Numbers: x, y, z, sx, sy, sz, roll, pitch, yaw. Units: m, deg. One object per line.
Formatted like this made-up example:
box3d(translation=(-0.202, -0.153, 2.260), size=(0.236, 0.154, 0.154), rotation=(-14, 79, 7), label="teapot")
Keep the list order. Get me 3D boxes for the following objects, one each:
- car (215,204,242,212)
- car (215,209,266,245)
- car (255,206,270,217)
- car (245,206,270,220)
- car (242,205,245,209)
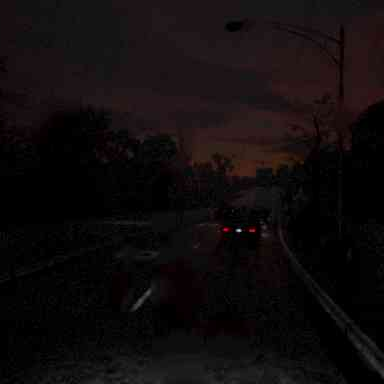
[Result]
box3d(translation=(3.862, 2.094, 36.216), size=(2.097, 1.767, 4.553), rotation=(1, -1, 14), label="car")
box3d(translation=(2.598, 1.818, 17.119), size=(2.033, 1.411, 5.357), rotation=(1, -1, 12), label="car")
box3d(translation=(10.118, 2.718, 47.416), size=(1.895, 1.301, 4.718), rotation=(1, -1, 15), label="car")
box3d(translation=(7.123, 2.318, 35.840), size=(1.812, 1.442, 4.674), rotation=(1, -1, 15), label="car")
box3d(translation=(6.770, 2.582, 47.458), size=(1.812, 1.442, 4.674), rotation=(1, -1, 15), label="car")
